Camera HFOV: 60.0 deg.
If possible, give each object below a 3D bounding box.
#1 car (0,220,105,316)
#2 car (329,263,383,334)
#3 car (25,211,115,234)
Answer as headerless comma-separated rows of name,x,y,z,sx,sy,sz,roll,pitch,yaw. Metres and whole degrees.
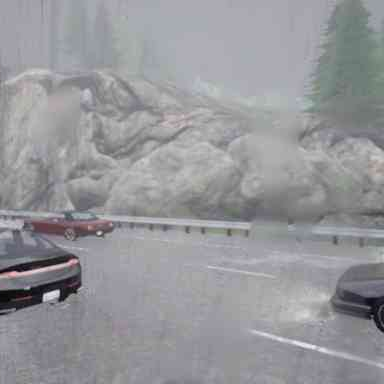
car,-4.327,1.476,6.747,4.902,1.511,2.128,0,0,33
car,4.932,1.534,4.715,5.357,1.411,2.033,0,0,35
car,-6.060,1.563,16.096,4.718,1.301,1.895,0,0,31
